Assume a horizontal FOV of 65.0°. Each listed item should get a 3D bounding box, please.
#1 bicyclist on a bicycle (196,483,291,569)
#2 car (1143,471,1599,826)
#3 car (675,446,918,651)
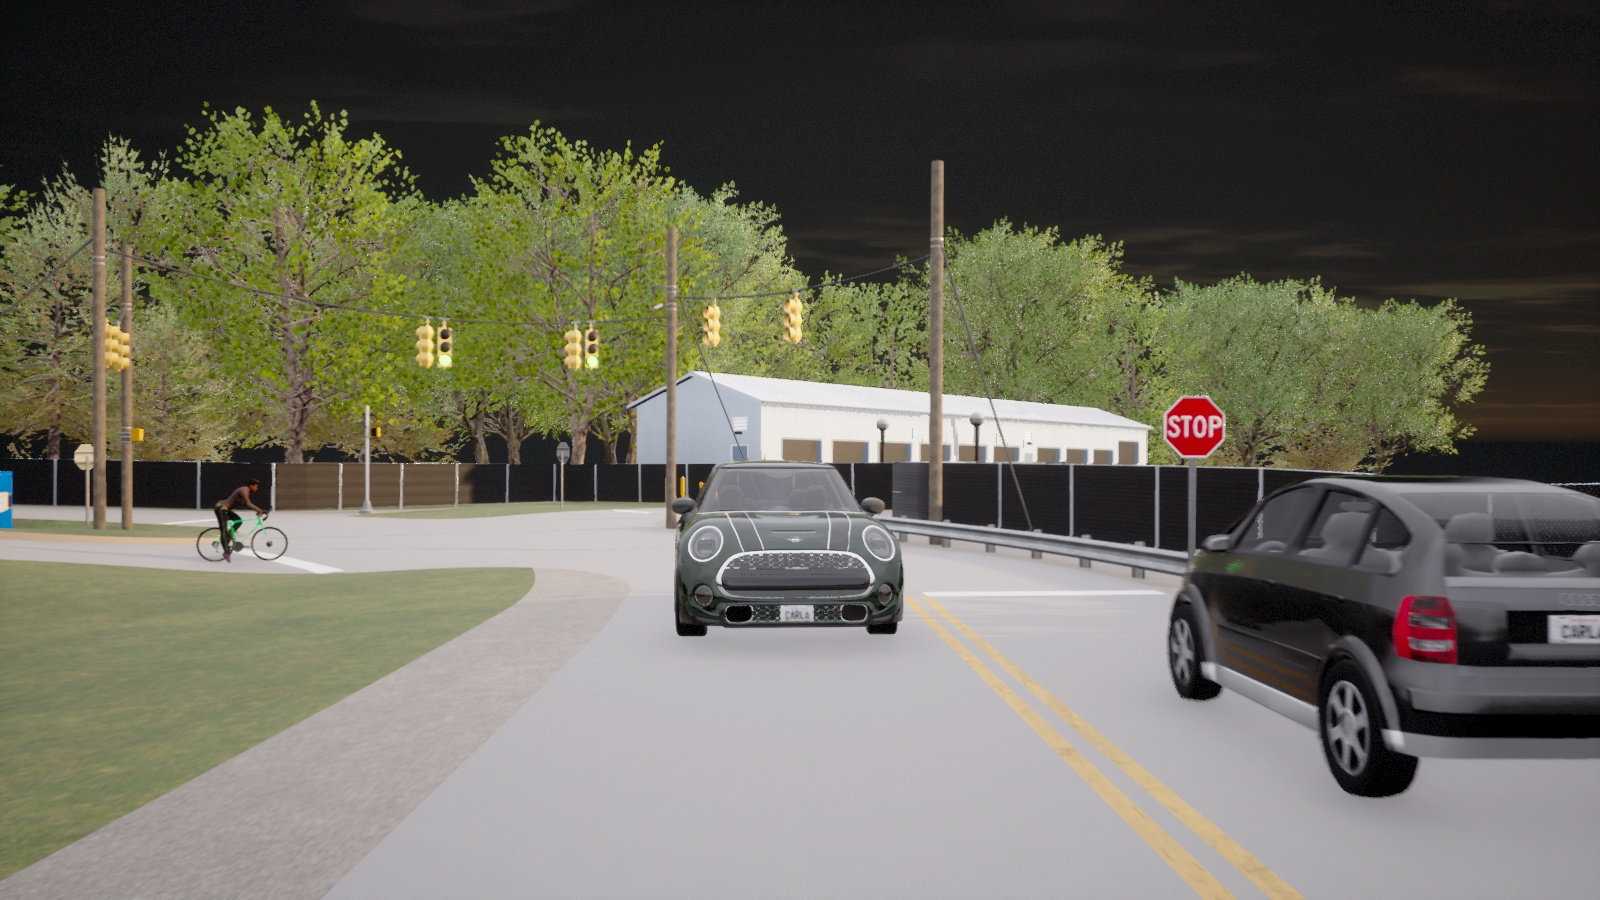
[{"bbox_3d":[-10.918,1.468,24.646,1.656,1.620,0.582,1,1,-26],"label":"bicyclist on a bicycle"},{"bbox_3d":[3.441,0.901,7.381,1.789,1.549,3.705,0,-1,-1],"label":"car"},{"bbox_3d":[-0.247,0.892,13.233,2.097,1.767,4.553,0,-1,-6],"label":"car"}]
